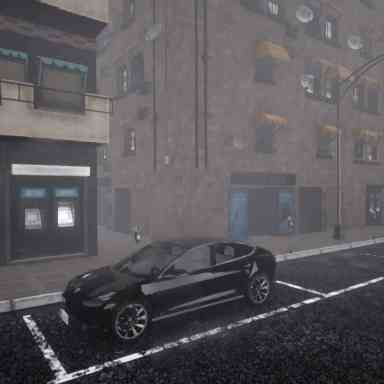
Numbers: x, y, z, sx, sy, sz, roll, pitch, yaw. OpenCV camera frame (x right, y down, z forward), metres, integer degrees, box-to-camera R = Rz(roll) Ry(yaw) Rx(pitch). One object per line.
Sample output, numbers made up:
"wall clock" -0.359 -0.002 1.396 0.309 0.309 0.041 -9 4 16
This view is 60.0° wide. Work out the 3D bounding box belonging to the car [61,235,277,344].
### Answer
"car" -0.202 1.566 6.431 4.313 1.339 1.947 0 0 -36
